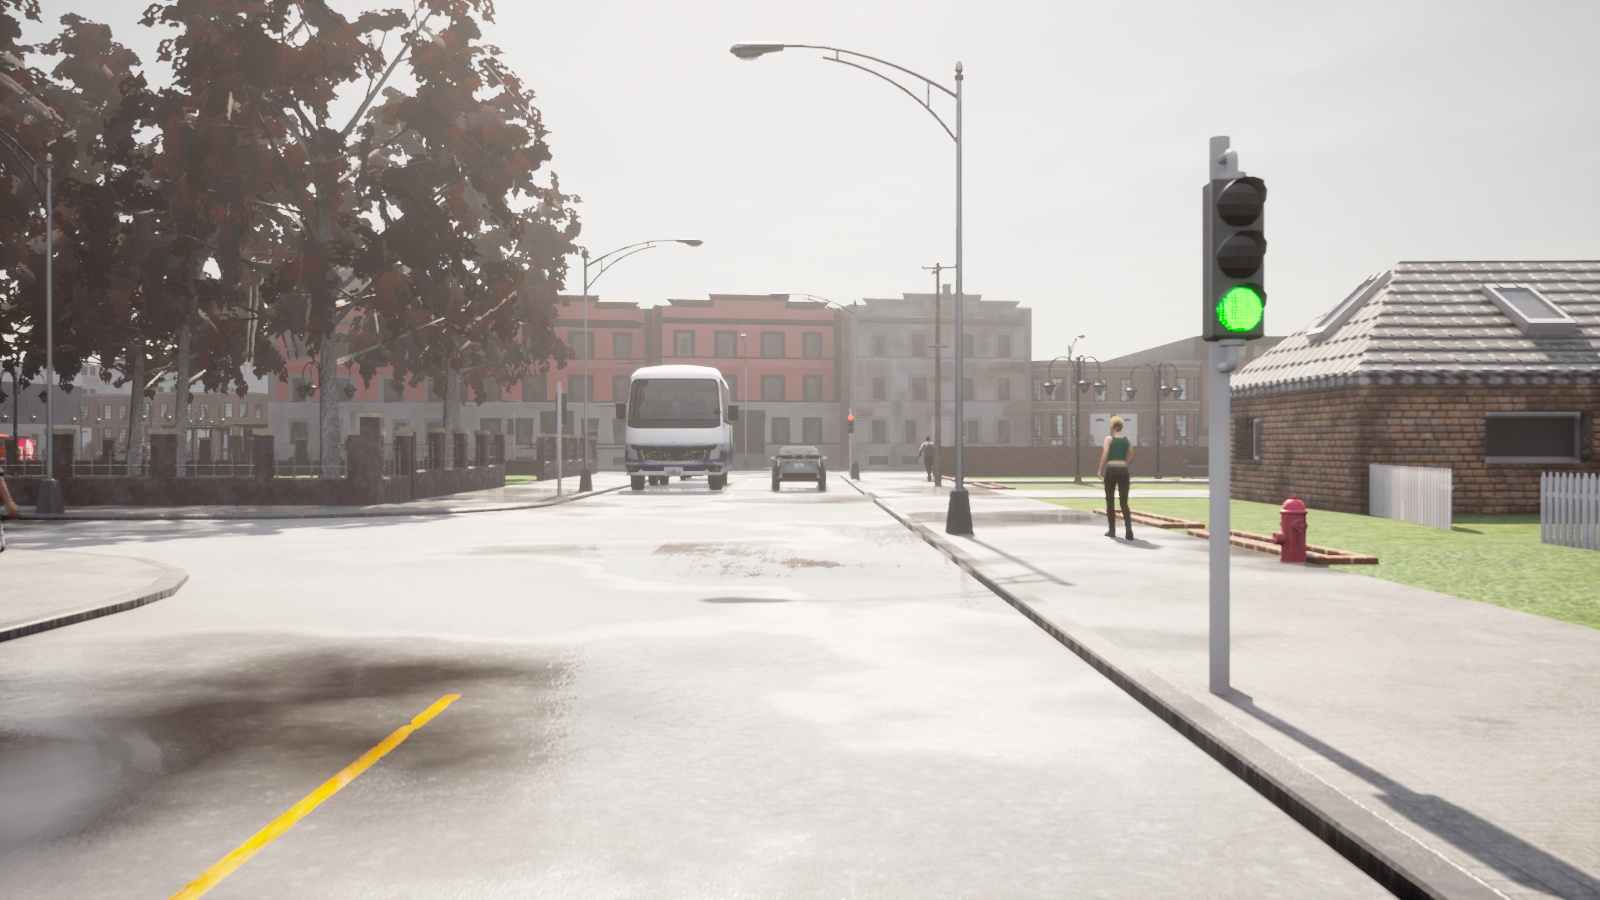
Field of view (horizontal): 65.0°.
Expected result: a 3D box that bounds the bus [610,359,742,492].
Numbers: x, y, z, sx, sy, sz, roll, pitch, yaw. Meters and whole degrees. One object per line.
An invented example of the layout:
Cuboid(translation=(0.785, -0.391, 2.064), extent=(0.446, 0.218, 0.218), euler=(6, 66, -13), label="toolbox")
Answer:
Cuboid(translation=(-4.182, -0.793, 45.063), extent=(3.944, 4.253, 10.273), euler=(0, 0, -1), label="bus")

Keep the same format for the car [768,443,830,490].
Cuboid(translation=(-0.032, 0.540, 43.105), extent=(2.007, 1.525, 4.514), euler=(0, 0, 0), label="car")

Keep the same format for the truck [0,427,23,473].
Cuboid(translation=(-45.766, -0.020, 68.458), extent=(5.204, 2.467, 2.627), euler=(0, 0, 0), label="truck")

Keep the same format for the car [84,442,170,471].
Cuboid(translation=(-38.817, 0.356, 72.473), extent=(3.988, 1.617, 1.851), euler=(0, 0, 0), label="car")

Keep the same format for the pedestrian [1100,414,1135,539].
Cuboid(translation=(4.715, 0.387, 18.664), extent=(0.345, 1.836, 0.594), euler=(0, 0, -2), label="pedestrian")

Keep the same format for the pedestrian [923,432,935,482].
Cuboid(translation=(5.045, 0.285, 49.192), extent=(0.423, 1.949, 0.788), euler=(0, 0, 1), label="pedestrian")

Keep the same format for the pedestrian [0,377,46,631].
Cuboid(translation=(-6.464, 0.417, 9.708), extent=(0.659, 1.952, 0.873), euler=(0, 0, 16), label="pedestrian")
